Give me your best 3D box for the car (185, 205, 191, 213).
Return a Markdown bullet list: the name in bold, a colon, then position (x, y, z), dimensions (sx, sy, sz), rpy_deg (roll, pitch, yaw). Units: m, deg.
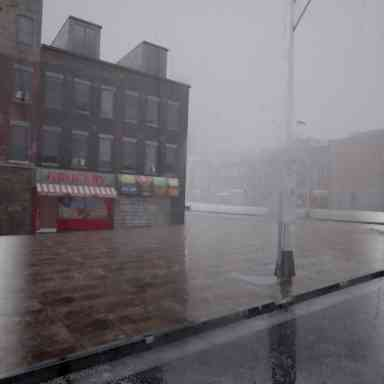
- **car**: position (-2.098, 1.769, 40.108), dimensions (1.895, 1.301, 4.718), rpy_deg (3, -2, -35)
